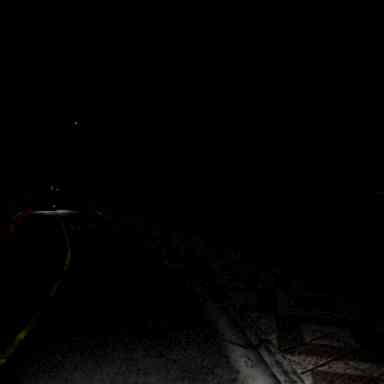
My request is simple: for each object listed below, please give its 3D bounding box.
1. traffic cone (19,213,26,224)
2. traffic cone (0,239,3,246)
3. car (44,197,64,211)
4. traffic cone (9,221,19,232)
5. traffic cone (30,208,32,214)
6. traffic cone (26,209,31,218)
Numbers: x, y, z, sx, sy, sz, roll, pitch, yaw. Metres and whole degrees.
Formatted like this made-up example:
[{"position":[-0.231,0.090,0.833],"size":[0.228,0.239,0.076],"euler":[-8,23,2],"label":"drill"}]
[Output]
[{"position":[-11.819,1.889,22.936],"size":[0.340,0.580,0.340],"euler":[0,0,-23],"label":"traffic cone"},{"position":[-7.983,1.932,13.700],"size":[0.340,0.580,0.340],"euler":[0,0,-23],"label":"traffic cone"},{"position":[-16.108,1.312,38.661],"size":[1.837,1.490,4.892],"euler":[0,0,-25],"label":"car"},{"position":[-9.901,1.912,18.318],"size":[0.340,0.580,0.340],"euler":[0,0,-23],"label":"traffic cone"},{"position":[-15.657,1.820,32.171],"size":[0.340,0.580,0.340],"euler":[0,1,-23],"label":"traffic cone"},{"position":[-13.739,1.856,27.553],"size":[0.340,0.580,0.340],"euler":[0,0,-23],"label":"traffic cone"}]
